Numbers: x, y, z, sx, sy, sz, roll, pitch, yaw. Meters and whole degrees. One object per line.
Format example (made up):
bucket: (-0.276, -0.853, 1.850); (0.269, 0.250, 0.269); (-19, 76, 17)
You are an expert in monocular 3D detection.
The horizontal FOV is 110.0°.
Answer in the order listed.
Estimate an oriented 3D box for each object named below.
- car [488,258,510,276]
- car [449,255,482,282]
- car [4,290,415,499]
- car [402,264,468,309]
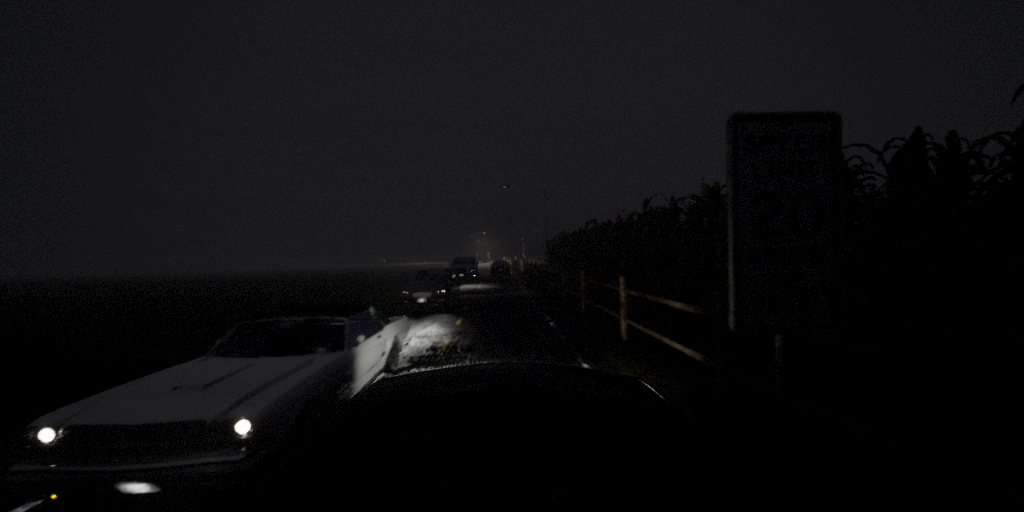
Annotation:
car: (-1.184, 1.178, 36.330); (1.882, 1.535, 5.008); (-1, 0, -2)
car: (-3.851, 0.994, 29.324); (2.150, 2.045, 5.566); (-1, 2, -3)
car: (-2.879, 1.415, 4.873); (1.895, 1.301, 4.718); (-1, 0, -2)
car: (-3.287, 1.291, 15.113); (2.128, 1.511, 4.902); (-1, 0, -2)
